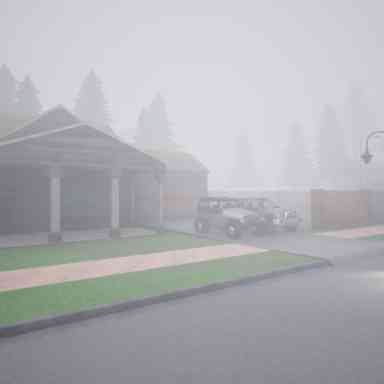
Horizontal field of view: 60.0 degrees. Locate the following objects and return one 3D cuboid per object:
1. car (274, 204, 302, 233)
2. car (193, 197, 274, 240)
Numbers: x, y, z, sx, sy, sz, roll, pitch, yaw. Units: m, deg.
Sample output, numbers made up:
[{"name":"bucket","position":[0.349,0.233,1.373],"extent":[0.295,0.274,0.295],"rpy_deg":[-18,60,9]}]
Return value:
[{"name":"car","position":[3.525,1.174,17.906],"extent":[1.932,1.855,4.605],"rpy_deg":[0,0,-36]},{"name":"car","position":[1.715,1.176,16.118],"extent":[1.905,1.878,3.866],"rpy_deg":[0,0,-36]}]
